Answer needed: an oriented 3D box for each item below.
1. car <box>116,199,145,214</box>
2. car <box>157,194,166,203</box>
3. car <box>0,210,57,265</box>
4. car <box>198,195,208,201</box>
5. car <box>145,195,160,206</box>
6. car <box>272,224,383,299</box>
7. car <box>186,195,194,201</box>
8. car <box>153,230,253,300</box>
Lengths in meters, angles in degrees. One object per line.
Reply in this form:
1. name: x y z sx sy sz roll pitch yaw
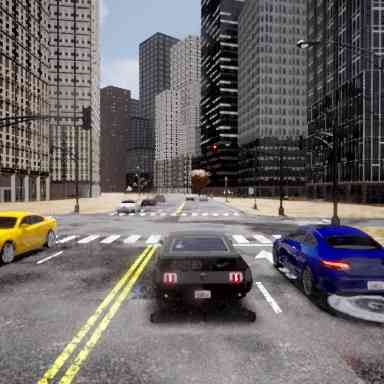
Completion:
1. car: -6.752 1.498 35.872 1.812 1.442 4.674 0 0 3
2. car: -6.557 1.260 67.994 2.097 1.767 4.553 0 0 0
3. car: -6.592 1.472 11.923 1.882 1.535 5.008 0 0 0
4. car: 2.746 1.394 80.620 1.812 1.442 4.674 0 0 -4
5. car: -6.568 1.508 51.468 1.994 1.385 4.181 0 0 0
6. car: 3.346 1.522 8.318 1.812 1.442 4.674 0 0 1
7. car: -0.503 1.467 80.504 1.895 1.301 4.718 0 0 -4
8. car: 0.104 1.597 8.347 1.895 1.301 4.718 0 0 -3
